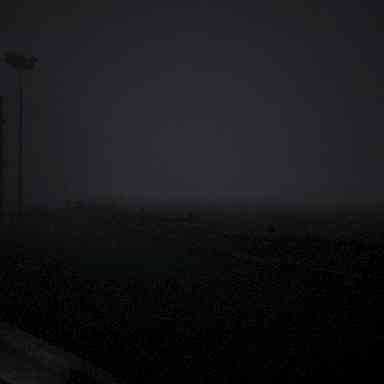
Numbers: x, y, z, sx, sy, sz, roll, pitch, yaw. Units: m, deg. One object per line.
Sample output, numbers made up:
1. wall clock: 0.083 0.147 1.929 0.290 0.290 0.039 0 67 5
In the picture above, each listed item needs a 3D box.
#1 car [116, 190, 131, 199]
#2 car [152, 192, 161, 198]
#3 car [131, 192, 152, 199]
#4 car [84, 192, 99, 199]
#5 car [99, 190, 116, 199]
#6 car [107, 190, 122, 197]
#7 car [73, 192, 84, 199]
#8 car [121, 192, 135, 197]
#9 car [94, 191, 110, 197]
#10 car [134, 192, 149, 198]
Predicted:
1. car: -14.333 0.658 73.238 2.097 1.767 4.553 1 0 10
2. car: -9.133 0.733 82.387 1.895 1.301 4.718 1 0 10
3. car: -10.983 0.821 72.103 1.882 1.535 5.008 1 0 10
4. car: -21.316 0.701 73.960 1.882 1.535 5.008 1 0 10
5. car: -17.873 0.813 73.342 2.033 1.411 5.357 1 0 10
6. car: -19.475 0.374 84.184 2.097 1.767 4.553 1 0 10
7. car: -24.761 0.684 74.580 1.837 1.490 4.892 1 0 10
8. car: -16.027 0.611 83.596 1.994 1.385 4.181 1 0 10
9. car: -22.916 0.518 84.834 2.033 1.411 5.357 1 0 10
10. car: -12.582 0.638 82.977 2.033 1.411 5.357 1 0 10
